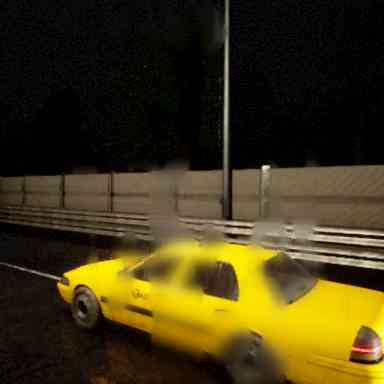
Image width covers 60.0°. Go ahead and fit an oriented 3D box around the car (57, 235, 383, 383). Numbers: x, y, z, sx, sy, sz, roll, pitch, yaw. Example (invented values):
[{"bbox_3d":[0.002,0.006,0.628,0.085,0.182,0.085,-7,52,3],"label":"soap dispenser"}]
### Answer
[{"bbox_3d":[0.058,1.437,5.118,5.366,1.575,1.801,1,0,36],"label":"car"}]
